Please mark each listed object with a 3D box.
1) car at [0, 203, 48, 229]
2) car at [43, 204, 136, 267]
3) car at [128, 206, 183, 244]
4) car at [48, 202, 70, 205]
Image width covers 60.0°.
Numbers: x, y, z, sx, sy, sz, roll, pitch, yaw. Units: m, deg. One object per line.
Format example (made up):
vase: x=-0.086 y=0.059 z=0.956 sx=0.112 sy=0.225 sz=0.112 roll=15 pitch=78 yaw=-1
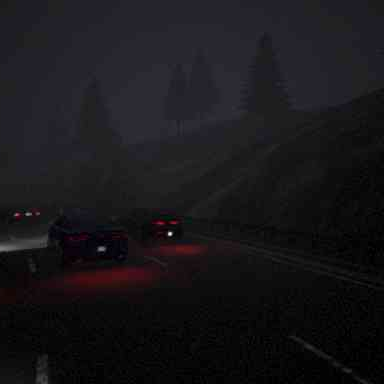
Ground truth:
car: x=-12.008 y=1.438 z=22.824 sx=2.033 sy=1.411 sz=5.357 roll=0 pitch=0 yaw=-42
car: x=-3.764 y=1.422 z=11.495 sx=1.882 sy=1.535 sz=5.008 roll=0 pitch=1 yaw=-30
car: x=-2.209 y=1.430 z=15.622 sx=1.837 sy=1.490 sz=4.892 roll=0 pitch=0 yaw=-32
car: x=-10.793 y=1.473 z=26.642 sx=1.895 sy=1.301 sz=4.718 roll=0 pitch=0 yaw=-43
